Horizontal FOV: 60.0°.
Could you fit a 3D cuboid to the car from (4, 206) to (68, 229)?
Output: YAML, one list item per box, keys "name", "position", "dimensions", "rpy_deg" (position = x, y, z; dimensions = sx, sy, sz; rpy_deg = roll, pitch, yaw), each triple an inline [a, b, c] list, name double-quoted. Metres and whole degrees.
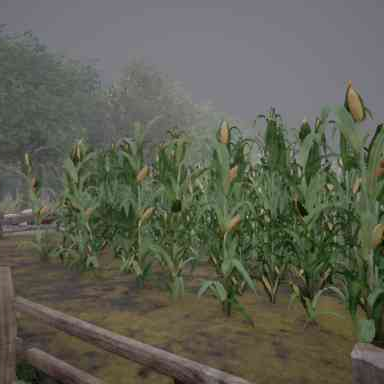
- name: "car"
  position: [-11.737, 1.846, 25.246]
  dimensions: [1.882, 1.535, 5.008]
  rpy_deg: [0, -1, 36]
